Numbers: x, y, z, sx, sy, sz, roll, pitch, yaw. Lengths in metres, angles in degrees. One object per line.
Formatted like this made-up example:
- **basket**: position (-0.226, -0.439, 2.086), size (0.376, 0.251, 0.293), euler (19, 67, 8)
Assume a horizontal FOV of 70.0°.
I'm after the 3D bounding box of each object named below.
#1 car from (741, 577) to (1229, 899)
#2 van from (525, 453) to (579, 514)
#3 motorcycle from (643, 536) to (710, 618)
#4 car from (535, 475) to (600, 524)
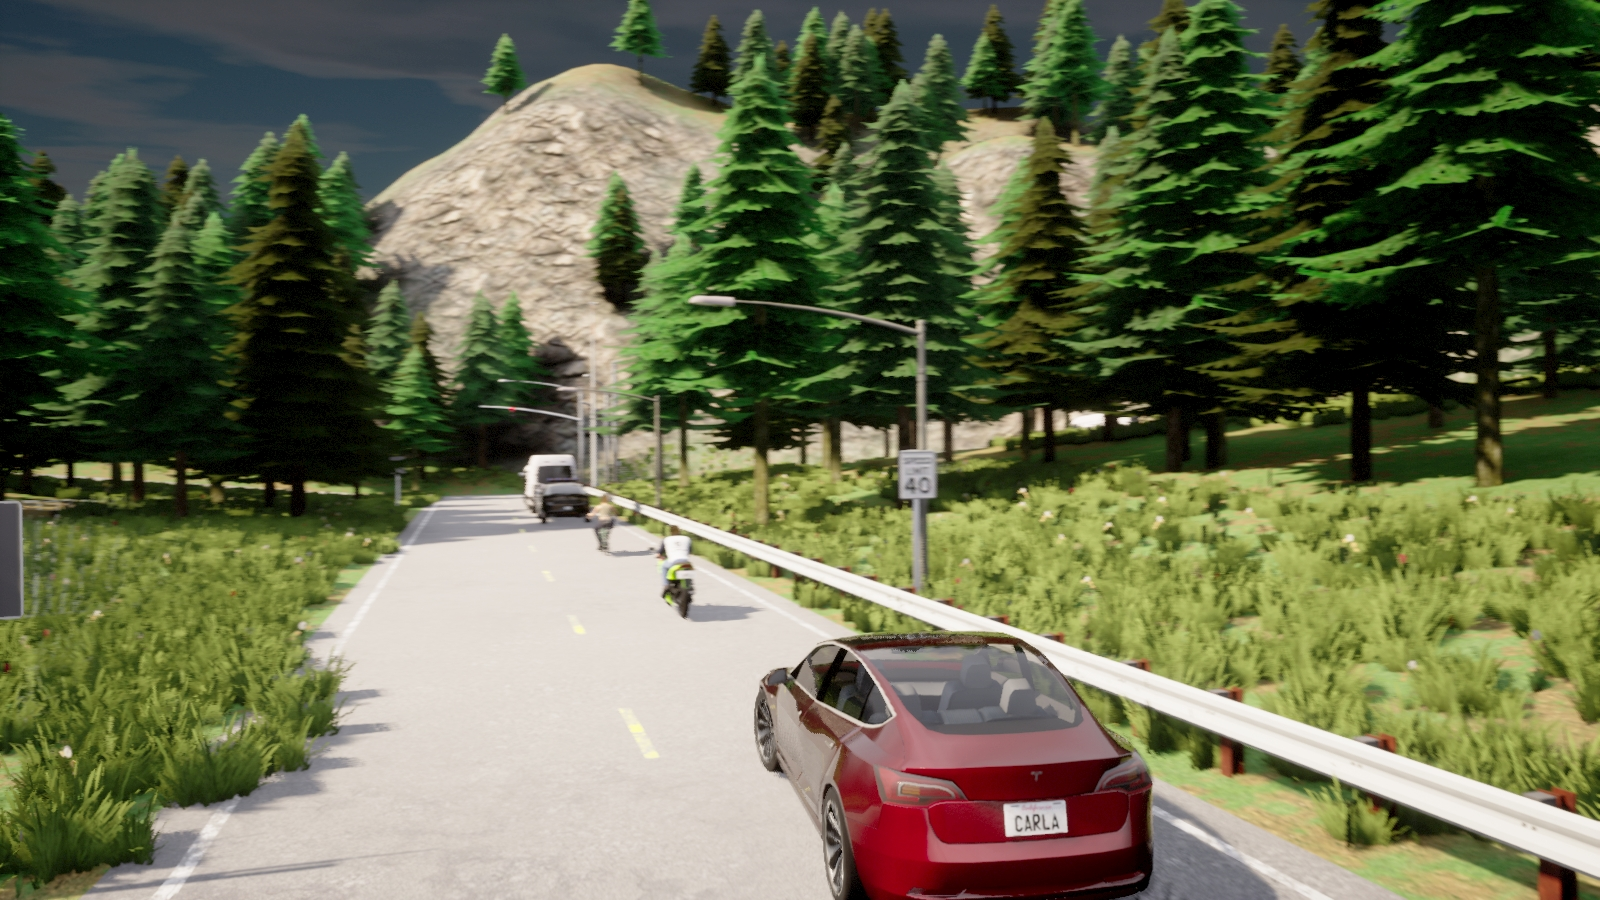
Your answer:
- **car**: position (0.932, 2.001, 8.620), size (2.163, 1.488, 4.792), euler (-1, 0, -10)
- **van**: position (-11.372, 1.429, 52.106), size (1.988, 2.561, 5.915), euler (-1, 0, -16)
- **motorcycle**: position (-2.139, 2.141, 19.597), size (0.803, 1.145, 2.033), euler (-1, 1, -16)
- **car**: position (-9.225, 1.882, 45.004), size (2.097, 1.638, 5.238), euler (-1, 0, -16)
